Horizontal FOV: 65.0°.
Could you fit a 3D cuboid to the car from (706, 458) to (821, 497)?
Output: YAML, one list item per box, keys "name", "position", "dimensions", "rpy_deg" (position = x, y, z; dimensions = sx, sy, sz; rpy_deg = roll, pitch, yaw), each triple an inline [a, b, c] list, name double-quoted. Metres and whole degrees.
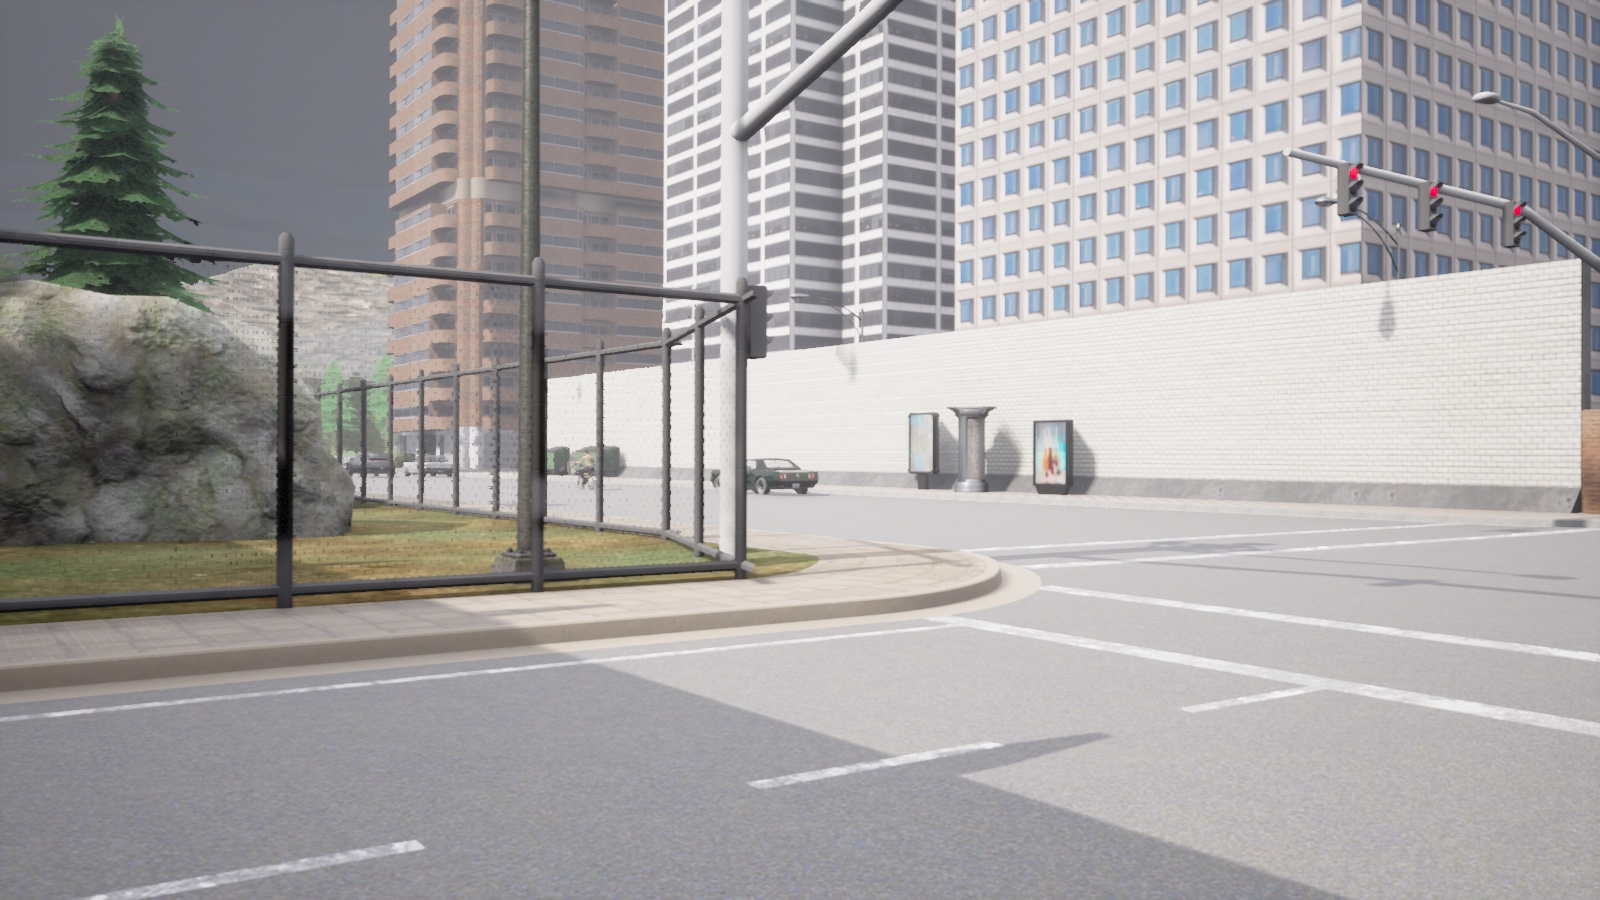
- name: "car"
  position: [-1.398, 0.959, 45.552]
  dimensions: [1.895, 1.301, 4.718]
  rpy_deg: [0, 0, -35]

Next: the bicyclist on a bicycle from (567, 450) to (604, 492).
- name: "bicyclist on a bicycle"
  position: [-8.488, 0.813, 49.654]
  dimensions: [0.866, 1.612, 1.509]
  rpy_deg: [0, 0, -34]

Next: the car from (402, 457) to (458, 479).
- name: "car"
  position: [-22.422, 1.079, 76.010]
  dimensions: [1.895, 1.301, 4.718]
  rpy_deg: [0, 0, -35]

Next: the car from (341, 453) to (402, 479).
- name: "car"
  position: [-25.278, 0.928, 73.986]
  dimensions: [2.128, 1.511, 4.902]
  rpy_deg: [0, 0, -35]
